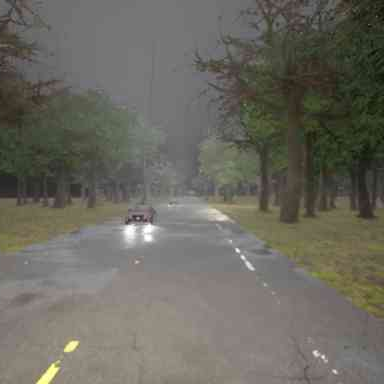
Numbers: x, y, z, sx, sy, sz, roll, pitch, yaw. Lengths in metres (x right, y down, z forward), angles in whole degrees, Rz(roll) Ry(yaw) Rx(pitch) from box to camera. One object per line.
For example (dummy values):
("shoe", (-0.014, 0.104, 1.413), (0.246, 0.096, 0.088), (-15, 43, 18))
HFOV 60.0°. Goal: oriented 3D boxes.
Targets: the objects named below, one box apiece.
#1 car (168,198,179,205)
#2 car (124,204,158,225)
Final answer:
("car", (-3.522, 1.836, 65.505), (1.812, 1.442, 4.674), (0, -1, 0))
("car", (-3.603, 1.572, 24.195), (1.994, 1.385, 4.181), (0, 0, 0))
